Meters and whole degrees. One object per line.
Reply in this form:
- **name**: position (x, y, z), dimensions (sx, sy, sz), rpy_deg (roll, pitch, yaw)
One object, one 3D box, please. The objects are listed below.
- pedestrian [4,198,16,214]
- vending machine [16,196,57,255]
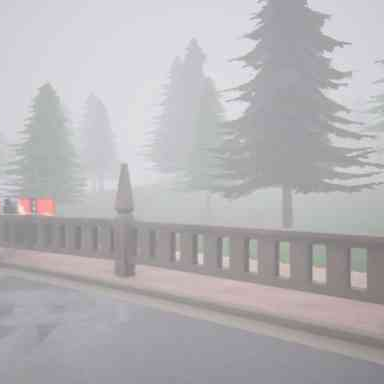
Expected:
- **pedestrian**: position (-7.194, 1.152, 13.158), dimensions (0.375, 1.860, 0.375), rpy_deg (0, 0, 29)
- **vending machine**: position (-5.896, 1.200, 12.621), dimensions (0.880, 2.100, 1.100), rpy_deg (0, 0, 29)
